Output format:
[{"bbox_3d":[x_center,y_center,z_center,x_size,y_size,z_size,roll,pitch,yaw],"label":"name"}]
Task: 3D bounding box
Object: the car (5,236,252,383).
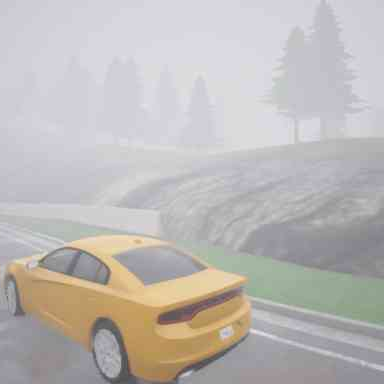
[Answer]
[{"bbox_3d":[-1.415,1.477,5.546,5.008,1.535,1.882,0,0,43],"label":"car"}]
